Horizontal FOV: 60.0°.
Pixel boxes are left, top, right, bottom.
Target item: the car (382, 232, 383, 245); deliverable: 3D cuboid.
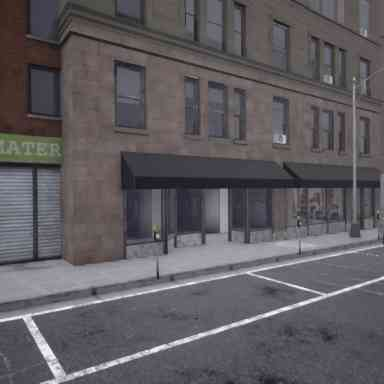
[{"bbox_3d":[9.289,1.544,13.205,4.507,1.381,1.887,0,-1,-36],"label":"car"}]
